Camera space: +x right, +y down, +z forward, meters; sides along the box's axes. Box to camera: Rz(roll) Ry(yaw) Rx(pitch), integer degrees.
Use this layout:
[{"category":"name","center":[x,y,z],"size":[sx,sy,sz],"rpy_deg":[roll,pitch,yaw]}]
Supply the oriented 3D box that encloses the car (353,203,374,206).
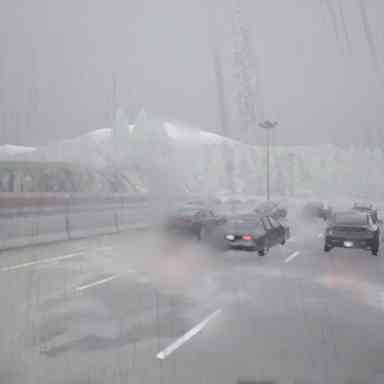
[{"category":"car","center":[13.881,1.606,26.863],"size":[2.128,1.511,4.902],"rpy_deg":[0,0,29]}]

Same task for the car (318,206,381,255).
[{"category":"car","center":[6.663,1.564,13.752],"size":[1.837,1.490,4.892],"rpy_deg":[0,0,29]}]

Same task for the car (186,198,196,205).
[{"category":"car","center":[0.462,1.785,61.388],"size":[1.994,1.385,4.181],"rpy_deg":[0,0,26]}]

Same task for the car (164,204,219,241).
[{"category":"car","center":[0.466,1.567,17.013],"size":[1.837,1.490,4.892],"rpy_deg":[0,0,29]}]

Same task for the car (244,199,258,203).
[{"category":"car","center":[10.537,1.824,58.149],"size":[1.895,1.301,4.718],"rpy_deg":[0,0,25]}]

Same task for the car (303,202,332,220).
[{"category":"car","center":[10.832,1.623,28.582],"size":[1.837,1.490,4.892],"rpy_deg":[0,0,29]}]

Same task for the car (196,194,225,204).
[{"category":"car","center":[3.339,1.439,59.263],"size":[2.150,2.045,5.566],"rpy_deg":[0,0,26]}]

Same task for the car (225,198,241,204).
[{"category":"car","center":[7.220,1.770,59.234],"size":[2.033,1.411,5.357],"rpy_deg":[0,0,26]}]

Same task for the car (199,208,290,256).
[{"category":"car","center":[2.521,1.600,13.530],"size":[2.033,1.411,5.357],"rpy_deg":[0,0,29]}]

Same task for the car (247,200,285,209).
[{"category":"car","center":[6.706,1.659,28.386],"size":[2.033,1.411,5.357],"rpy_deg":[0,0,29]}]
